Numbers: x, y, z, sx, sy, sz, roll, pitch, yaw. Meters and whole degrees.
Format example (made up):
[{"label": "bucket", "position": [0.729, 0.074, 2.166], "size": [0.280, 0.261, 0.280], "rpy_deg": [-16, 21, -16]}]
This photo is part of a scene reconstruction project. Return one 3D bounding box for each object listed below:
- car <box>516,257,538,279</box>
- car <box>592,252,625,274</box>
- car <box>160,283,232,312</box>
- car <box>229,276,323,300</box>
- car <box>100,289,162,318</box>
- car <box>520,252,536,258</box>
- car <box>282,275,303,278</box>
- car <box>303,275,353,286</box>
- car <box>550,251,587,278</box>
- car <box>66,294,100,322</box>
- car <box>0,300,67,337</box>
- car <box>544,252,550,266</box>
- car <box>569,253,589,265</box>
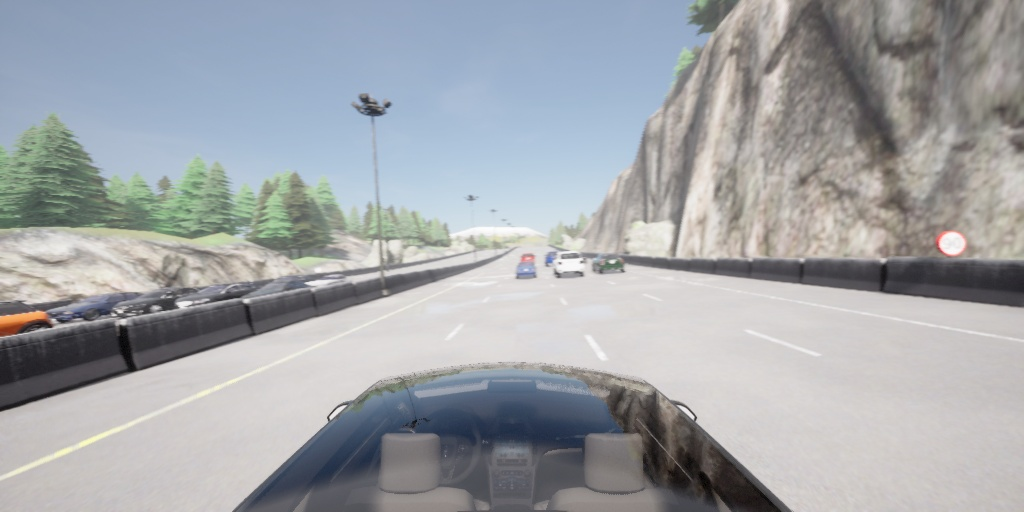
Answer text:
[{"label": "car", "position": [1.302, 1.162, 32.005], "size": [2.033, 1.411, 5.357], "rpy_deg": [-4, 0, 4]}, {"label": "car", "position": [8.231, 0.509, 31.146], "size": [2.097, 1.767, 4.553], "rpy_deg": [-4, 0, 4]}, {"label": "car", "position": [-16.814, 2.383, 20.931], "size": [2.128, 1.511, 4.902], "rpy_deg": [-4, 0, 3]}, {"label": "car", "position": [-13.327, 2.187, 20.705], "size": [1.812, 1.442, 4.674], "rpy_deg": [-4, 0, 3]}, {"label": "car", "position": [-20.300, 2.647, 21.116], "size": [1.837, 1.490, 4.892], "rpy_deg": [-4, 0, 3]}, {"label": "car", "position": [2.388, 0.534, 52.444], "size": [2.150, 2.045, 5.566], "rpy_deg": [-4, 1, 3]}, {"label": "car", "position": [-19.727, 2.516, 32.108], "size": [2.128, 1.511, 4.902], "rpy_deg": [-4, 0, 3]}, {"label": "car", "position": [-16.225, 2.388, 32.032], "size": [1.895, 1.301, 4.718], "rpy_deg": [-4, 0, 3]}, {"label": "car", "position": [4.660, 0.629, 30.058], "size": [2.150, 2.045, 5.566], "rpy_deg": [-4, 1, 3]}, {"label": "car", "position": [-23.785, 2.907, 21.301], "size": [2.033, 1.411, 5.357], "rpy_deg": [-4, 0, 3]}, {"label": "car", "position": [-17.458, 2.291, 10.784], "size": [2.097, 1.767, 4.553], "rpy_deg": [-4, 0, 3]}, {"label": "car", "position": [5.788, 0.333, 50.628], "size": [2.150, 2.045, 5.566], "rpy_deg": [-4, 1, 3]}, {"label": "car", "position": [9.262, 0.380, 49.880], "size": [2.128, 1.511, 4.902], "rpy_deg": [-4, 1, 3]}]
